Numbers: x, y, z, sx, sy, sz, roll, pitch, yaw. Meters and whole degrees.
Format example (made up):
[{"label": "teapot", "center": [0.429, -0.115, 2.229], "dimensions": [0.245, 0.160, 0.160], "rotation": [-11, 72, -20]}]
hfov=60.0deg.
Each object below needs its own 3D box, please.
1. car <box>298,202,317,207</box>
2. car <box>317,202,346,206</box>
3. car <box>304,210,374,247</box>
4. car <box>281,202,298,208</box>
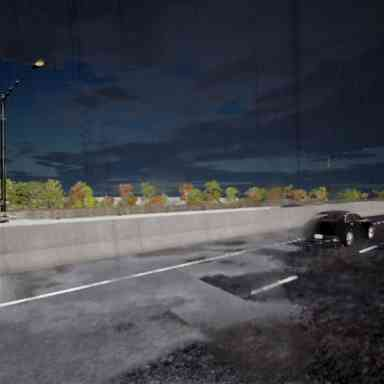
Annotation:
[{"label": "car", "center": [16.942, 2.041, 45.689], "dimensions": [4.718, 1.301, 1.895], "rotation": [0, -1, -44]}, {"label": "car", "center": [18.342, 1.914, 42.168], "dimensions": [5.357, 1.411, 2.033], "rotation": [0, -1, -44]}, {"label": "car", "center": [7.054, 1.633, 15.800], "dimensions": [1.837, 1.490, 4.892], "rotation": [-2, -1, 45]}, {"label": "car", "center": [14.868, 2.112, 48.563], "dimensions": [4.718, 1.301, 1.895], "rotation": [0, -1, -44]}]
